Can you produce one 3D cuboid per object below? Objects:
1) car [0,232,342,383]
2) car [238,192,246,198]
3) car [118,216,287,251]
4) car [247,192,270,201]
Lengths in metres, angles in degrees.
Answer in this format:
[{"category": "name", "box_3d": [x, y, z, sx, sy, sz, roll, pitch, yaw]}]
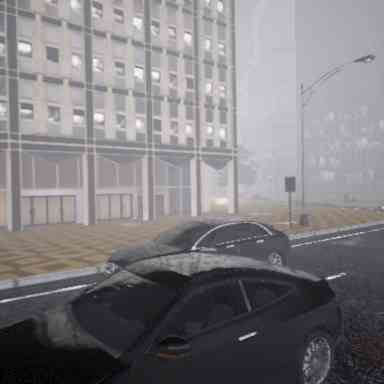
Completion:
[{"category": "car", "box_3d": [-0.222, 1.488, 3.561, 4.674, 1.442, 1.812, -1, 1, -36]}, {"category": "car", "box_3d": [12.134, 0.697, 79.636, 2.128, 1.511, 4.902, -1, 0, -8]}, {"category": "car", "box_3d": [0.369, 1.402, 8.019, 4.892, 1.490, 1.837, -1, 1, -36]}, {"category": "car", "box_3d": [12.108, 0.912, 59.234, 2.033, 1.411, 5.357, -1, 0, -8]}]
